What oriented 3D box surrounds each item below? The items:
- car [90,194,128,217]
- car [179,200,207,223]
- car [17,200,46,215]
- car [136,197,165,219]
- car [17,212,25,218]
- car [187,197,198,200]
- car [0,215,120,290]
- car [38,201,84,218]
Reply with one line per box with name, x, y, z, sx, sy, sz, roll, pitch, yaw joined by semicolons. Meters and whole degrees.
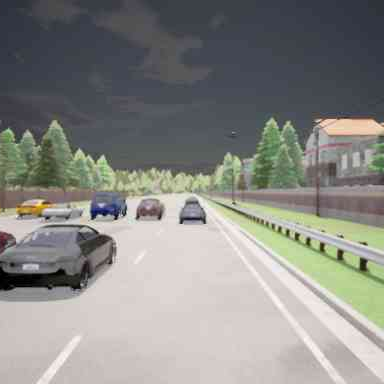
car;-6.947;1.192;28.194;2.150;2.045;5.566;0;0;0
car;0.059;1.533;25.150;1.994;1.385;4.181;0;0;0
car;-13.951;1.451;30.344;1.882;1.535;5.008;0;0;0
car;-3.449;1.320;28.440;2.097;1.767;4.553;0;0;0
car;-6.927;1.519;9.501;1.812;1.442;4.674;0;0;0
car;0.028;1.453;42.446;1.837;1.490;4.892;0;0;0
car;-3.414;1.555;9.049;1.994;1.385;4.181;0;0;0
car;-10.445;1.575;27.332;1.895;1.301;4.718;0;0;0
